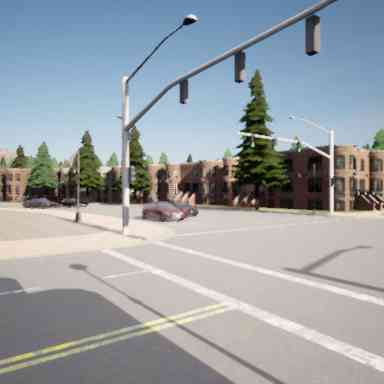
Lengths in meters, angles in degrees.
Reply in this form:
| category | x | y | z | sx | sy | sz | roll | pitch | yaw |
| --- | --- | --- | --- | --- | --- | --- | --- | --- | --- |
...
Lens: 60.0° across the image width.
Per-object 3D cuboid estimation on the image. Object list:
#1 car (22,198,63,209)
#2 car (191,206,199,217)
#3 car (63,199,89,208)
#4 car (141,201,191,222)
| category | x | y | z | sx | sy | sz | roll | pitch | yaw |
| --- | --- | --- | --- | --- | --- | --- | --- | --- | --- |
| car | -20.100 | 1.524 | 44.068 | 5.357 | 1.411 | 2.033 | 0 | 0 | 29 |
| car | -1.236 | 1.520 | 30.309 | 1.994 | 1.385 | 4.181 | 0 | 0 | -37 |
| car | -16.436 | 1.566 | 45.917 | 4.718 | 1.301 | 1.895 | 0 | 0 | 32 |
| car | -2.348 | 1.492 | 25.961 | 1.812 | 1.442 | 4.674 | 0 | 0 | -36 |
